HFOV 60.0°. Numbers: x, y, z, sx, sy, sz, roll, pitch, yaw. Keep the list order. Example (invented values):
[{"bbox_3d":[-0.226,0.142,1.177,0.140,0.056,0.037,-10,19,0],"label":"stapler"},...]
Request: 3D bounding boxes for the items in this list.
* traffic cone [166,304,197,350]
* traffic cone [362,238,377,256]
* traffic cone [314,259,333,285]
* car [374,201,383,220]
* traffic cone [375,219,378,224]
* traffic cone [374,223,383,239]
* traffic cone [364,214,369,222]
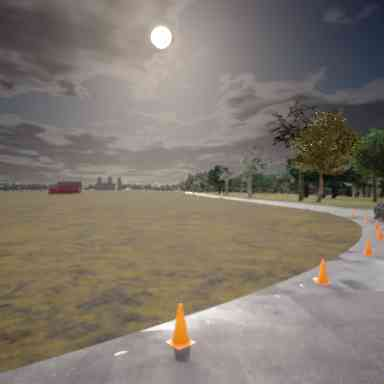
[{"bbox_3d":[-0.166,1.976,4.992,0.340,0.580,0.340,0,0,-40],"label":"traffic cone"},{"bbox_3d":[6.300,1.941,11.865,0.340,0.580,0.340,0,0,37],"label":"traffic cone"},{"bbox_3d":[3.256,1.957,8.250,0.340,0.580,0.340,0,0,43],"label":"traffic cone"},{"bbox_3d":[14.618,1.441,24.149,1.837,1.490,4.892,0,0,17],"label":"car"},{"bbox_3d":[11.109,1.912,19.983,0.340,0.580,0.340,0,0,24],"label":"traffic cone"},{"bbox_3d":[8.929,1.926,15.791,0.340,0.580,0.340,0,0,31],"label":"traffic cone"},{"bbox_3d":[12.816,1.896,24.389,0.340,0.580,0.340,0,0,18],"label":"traffic cone"}]
